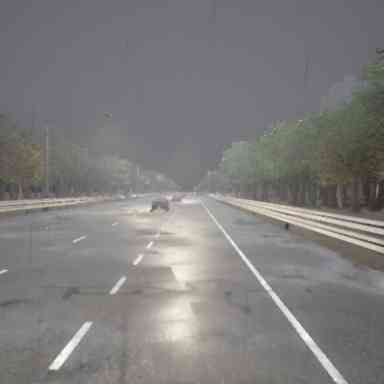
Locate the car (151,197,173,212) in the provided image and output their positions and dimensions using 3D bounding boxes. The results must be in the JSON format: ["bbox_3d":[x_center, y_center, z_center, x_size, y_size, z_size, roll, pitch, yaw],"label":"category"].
[{"bbox_3d":[-3.452,1.393,37.411,1.837,1.490,4.892,0,0,0],"label":"car"}]

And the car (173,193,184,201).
[{"bbox_3d":[-3.299,1.343,72.643,1.994,1.385,4.181,0,0,0],"label":"car"}]
